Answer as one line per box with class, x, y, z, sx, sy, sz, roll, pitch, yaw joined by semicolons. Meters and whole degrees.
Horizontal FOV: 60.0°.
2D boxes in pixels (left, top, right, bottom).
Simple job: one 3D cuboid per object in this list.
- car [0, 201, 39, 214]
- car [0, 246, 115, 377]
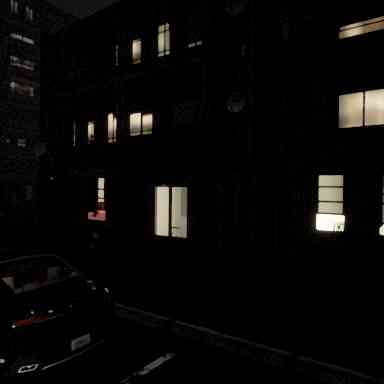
car;-18.837;1.695;37.894;2.033;1.411;5.357;1;0;36
car;-3.103;1.549;5.230;4.403;1.369;2.008;0;1;36
